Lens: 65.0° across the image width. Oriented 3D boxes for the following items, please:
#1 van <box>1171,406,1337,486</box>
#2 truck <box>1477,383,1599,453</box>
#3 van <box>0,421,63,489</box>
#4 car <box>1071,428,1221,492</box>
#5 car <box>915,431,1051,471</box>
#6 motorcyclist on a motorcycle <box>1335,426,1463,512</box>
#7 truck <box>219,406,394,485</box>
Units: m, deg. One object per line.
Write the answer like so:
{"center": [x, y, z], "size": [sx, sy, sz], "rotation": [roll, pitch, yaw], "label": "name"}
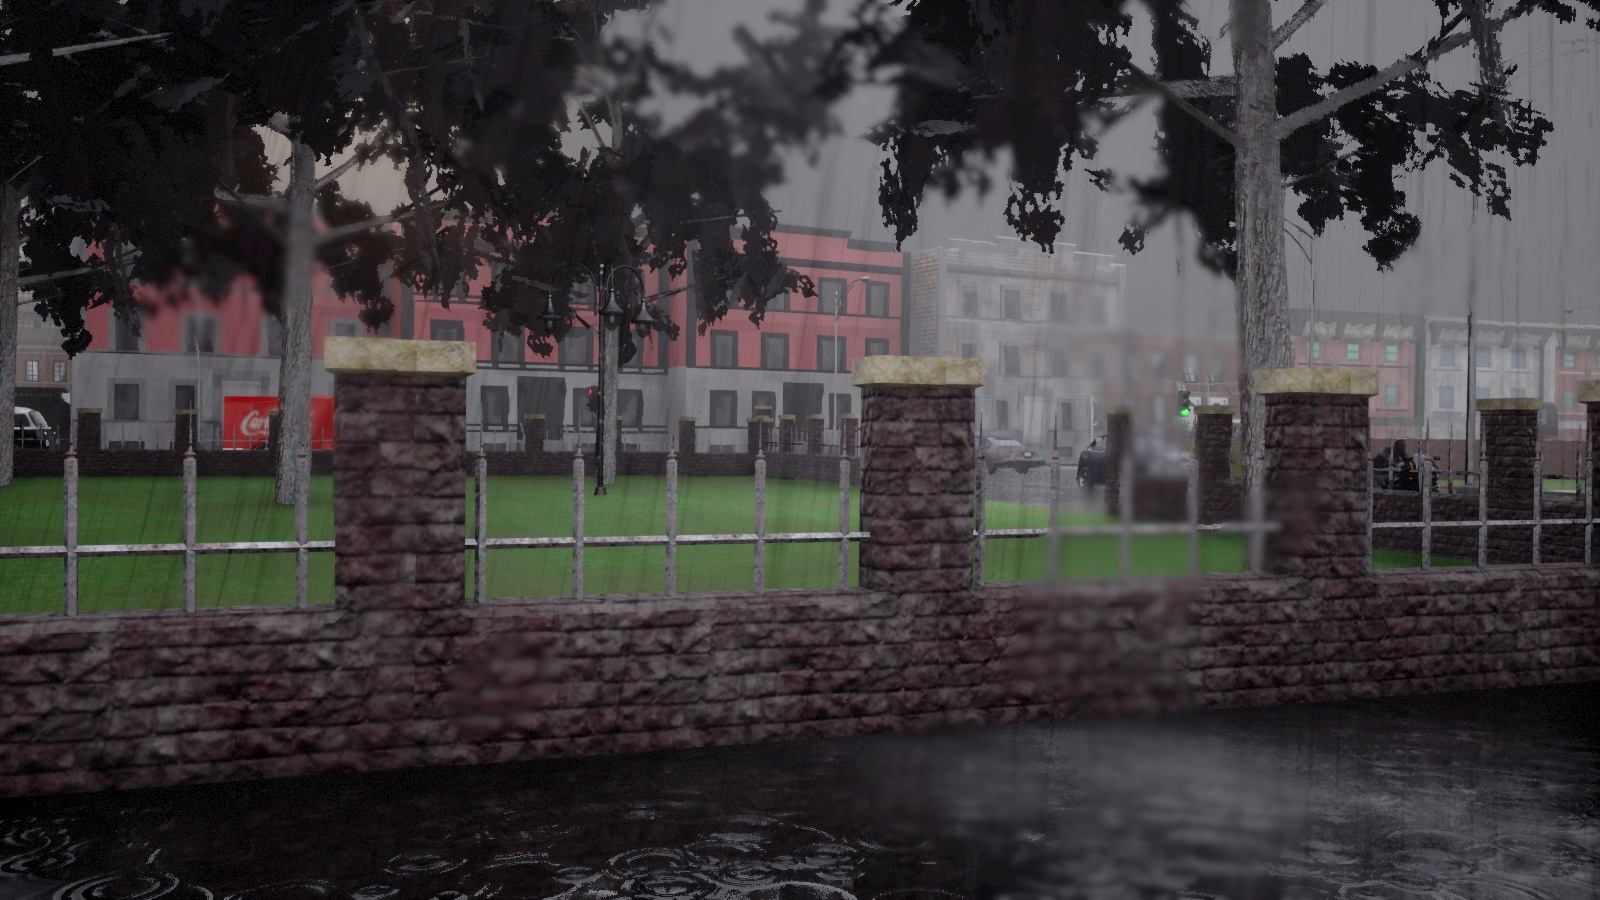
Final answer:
{"center": [12.059, -0.128, 33.683], "size": [1.775, 1.987, 4.442], "rotation": [-1, 1, -19], "label": "van"}
{"center": [39.333, -1.667, 65.019], "size": [7.936, 3.462, 2.891], "rotation": [-1, 1, -19], "label": "truck"}
{"center": [-25.457, 0.169, 38.585], "size": [4.480, 2.038, 2.069], "rotation": [-1, 1, -19], "label": "van"}
{"center": [8.567, 0.208, 31.409], "size": [1.845, 1.501, 3.633], "rotation": [-1, 1, -20], "label": "car"}
{"center": [6.765, 0.006, 47.132], "size": [2.033, 1.411, 5.357], "rotation": [-1, 1, -33], "label": "car"}
{"center": [11.227, 0.327, 23.635], "size": [0.866, 1.530, 2.191], "rotation": [-1, 1, -21], "label": "motorcyclist on a motorcycle"}
{"center": [-16.271, -0.192, 41.748], "size": [5.204, 2.467, 2.627], "rotation": [-1, 1, -18], "label": "truck"}
